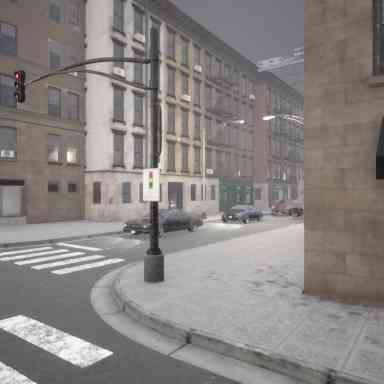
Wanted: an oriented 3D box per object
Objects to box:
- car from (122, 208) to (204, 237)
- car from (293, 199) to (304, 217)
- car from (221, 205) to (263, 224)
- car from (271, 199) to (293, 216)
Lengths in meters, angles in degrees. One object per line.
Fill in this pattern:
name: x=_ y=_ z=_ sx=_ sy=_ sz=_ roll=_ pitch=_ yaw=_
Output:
car: x=-1.417 y=1.632 z=18.890 sx=2.033 sy=1.411 sz=5.357 roll=0 pitch=0 yaw=35
car: x=11.932 y=1.535 z=32.528 sx=2.097 sy=1.767 sz=4.553 roll=0 pitch=0 yaw=36
car: x=4.039 y=1.698 z=26.528 sx=1.994 sy=1.385 sz=4.181 roll=0 pitch=0 yaw=36
car: x=9.959 y=1.540 z=34.811 sx=2.097 sy=1.767 sz=4.553 roll=0 pitch=0 yaw=35
